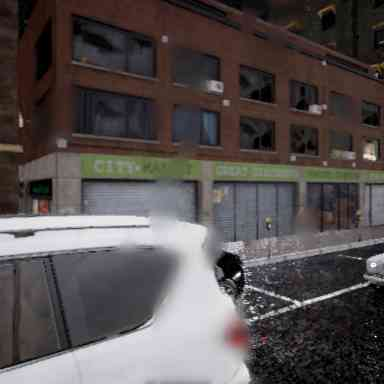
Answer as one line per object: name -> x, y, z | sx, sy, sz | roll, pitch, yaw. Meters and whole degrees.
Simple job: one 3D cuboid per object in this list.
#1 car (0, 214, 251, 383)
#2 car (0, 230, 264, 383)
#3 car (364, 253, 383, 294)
car -> -2.151, 1.223, 1.830 | 5.566, 2.045, 2.150 | 0, 0, -35
car -> -0.955, 1.568, 5.887 | 4.313, 1.339, 1.947 | 0, 0, -35
car -> 5.951, 1.606, 7.592 | 4.718, 1.301, 1.895 | 0, 0, -35
